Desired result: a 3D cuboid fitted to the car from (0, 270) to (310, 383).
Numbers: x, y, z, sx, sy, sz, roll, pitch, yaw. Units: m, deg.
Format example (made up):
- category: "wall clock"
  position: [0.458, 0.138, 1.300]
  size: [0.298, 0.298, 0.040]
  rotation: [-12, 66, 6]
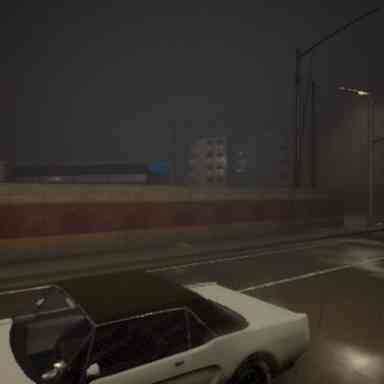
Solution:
- category: "car"
  position: [-1.039, 1.603, 3.229]
  size: [4.718, 1.301, 1.895]
  rotation: [0, 0, -35]
